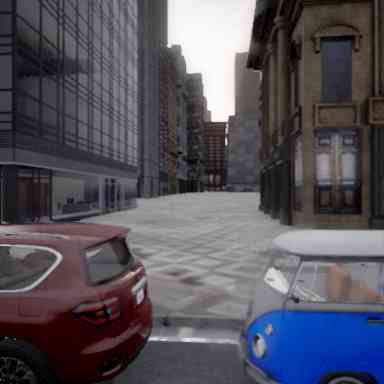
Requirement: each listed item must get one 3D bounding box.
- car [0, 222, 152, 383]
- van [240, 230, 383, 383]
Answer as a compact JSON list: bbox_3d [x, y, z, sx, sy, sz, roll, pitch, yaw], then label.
[{"bbox_3d":[-3.003,1.354,4.252,5.009,1.841,2.192,0,0,6],"label":"car"},{"bbox_3d":[2.617,1.338,3.681,3.998,1.788,1.690,0,0,6],"label":"van"}]
